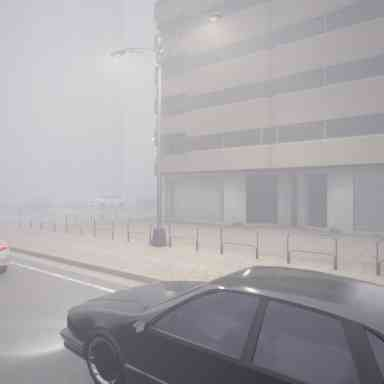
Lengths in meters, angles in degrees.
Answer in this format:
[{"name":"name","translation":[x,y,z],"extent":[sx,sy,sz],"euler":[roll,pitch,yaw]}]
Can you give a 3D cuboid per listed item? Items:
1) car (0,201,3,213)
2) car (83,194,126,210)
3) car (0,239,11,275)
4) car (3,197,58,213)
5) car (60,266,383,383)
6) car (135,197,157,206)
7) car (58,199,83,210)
[{"name":"car","translation":[-22.787,1.547,36.703],"extent":[2.128,1.511,4.902],"euler":[0,0,38]},{"name":"car","translation":[-11.564,1.277,45.661],"extent":[2.150,2.045,5.566],"euler":[0,0,37]},{"name":"car","translation":[-6.747,1.526,9.250],"extent":[4.674,1.442,1.812],"euler":[0,0,39]},{"name":"car","translation":[-18.002,1.407,37.177],"extent":[2.097,1.767,4.553],"euler":[0,0,37]},{"name":"car","translation":[0.852,1.547,3.404],"extent":[5.357,1.411,2.033],"euler":[0,0,38]},{"name":"car","translation":[-7.529,1.548,56.659],"extent":[2.128,1.511,4.902],"euler":[0,0,37]},{"name":"car","translation":[-16.356,1.603,45.143],"extent":[2.033,1.411,5.357],"euler":[0,0,37]}]
